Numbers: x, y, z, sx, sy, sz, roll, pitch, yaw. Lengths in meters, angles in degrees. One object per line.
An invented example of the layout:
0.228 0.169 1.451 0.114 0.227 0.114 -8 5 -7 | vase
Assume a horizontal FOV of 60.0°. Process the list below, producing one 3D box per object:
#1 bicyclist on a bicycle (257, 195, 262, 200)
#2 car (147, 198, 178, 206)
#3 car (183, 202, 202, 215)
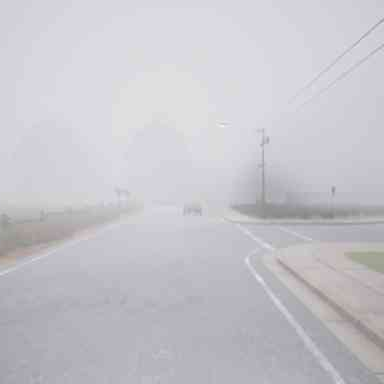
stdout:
12.425 1.442 60.653 1.656 1.620 0.582 0 0 33 | bicyclist on a bicycle
-4.798 1.597 54.122 5.357 1.411 2.033 0 0 38 | car
0.066 1.637 34.013 1.895 1.301 4.718 0 0 0 | car
